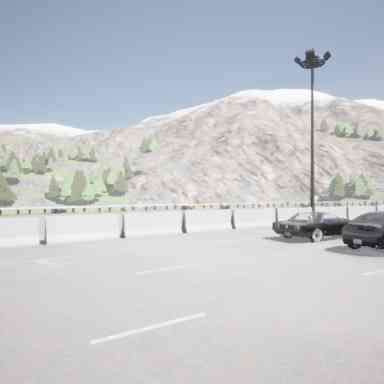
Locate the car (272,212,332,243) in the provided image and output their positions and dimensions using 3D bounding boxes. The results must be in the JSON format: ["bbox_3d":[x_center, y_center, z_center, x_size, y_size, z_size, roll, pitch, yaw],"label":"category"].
[{"bbox_3d":[6.239,1.613,16.081,4.718,1.301,1.895,0,0,-30],"label":"car"}]

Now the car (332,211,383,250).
[{"bbox_3d":[7.970,1.513,13.039,4.892,1.490,1.837,0,0,-30],"label":"car"}]
